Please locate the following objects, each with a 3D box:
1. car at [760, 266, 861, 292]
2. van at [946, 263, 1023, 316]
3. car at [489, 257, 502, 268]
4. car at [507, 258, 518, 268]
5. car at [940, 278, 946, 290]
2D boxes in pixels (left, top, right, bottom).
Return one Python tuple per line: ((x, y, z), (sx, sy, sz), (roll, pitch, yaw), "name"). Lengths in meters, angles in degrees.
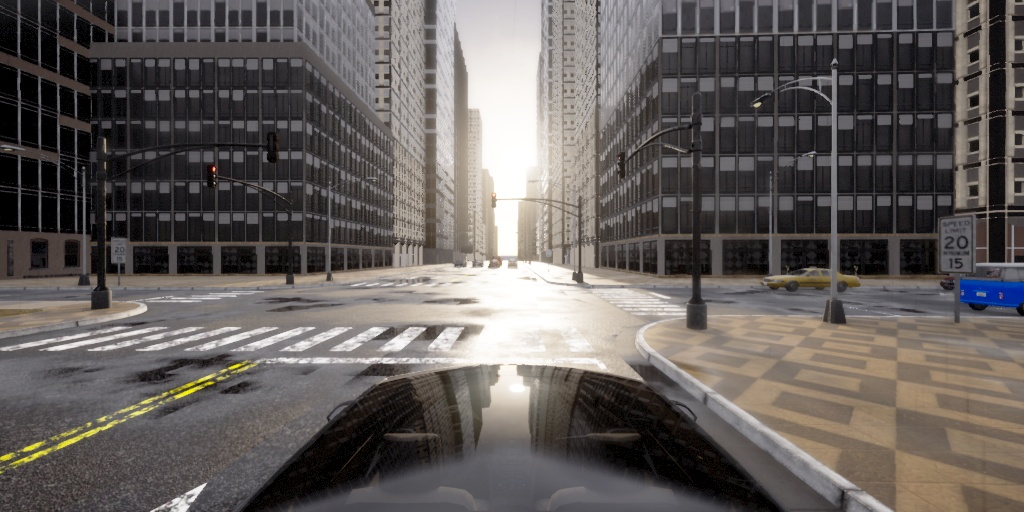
((17.125, 1.293, 20.733), (4.829, 1.417, 1.751), (0, 0, 2), "car")
((18.379, 1.119, 12.558), (3.998, 1.789, 1.690), (0, 0, 2), "van")
((-3.123, 1.386, 63.359), (1.812, 1.442, 4.674), (0, 0, 0), "car")
((0.127, 1.408, 63.353), (2.033, 1.411, 5.357), (0, 0, 0), "car")
((26.958, 1.356, 20.228), (4.207, 1.307, 1.802), (0, 0, 2), "car")
